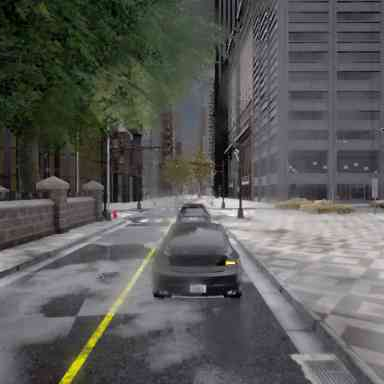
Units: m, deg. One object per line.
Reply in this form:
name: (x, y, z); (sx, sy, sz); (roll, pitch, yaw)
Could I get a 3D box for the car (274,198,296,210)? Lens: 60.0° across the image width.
car: (12.095, 1.329, 39.022); (4.829, 1.417, 1.752); (-1, 1, 0)

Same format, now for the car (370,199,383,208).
car: (23.436, 1.144, 38.962); (4.829, 1.417, 1.752); (-1, 1, 0)

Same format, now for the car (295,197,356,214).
car: (12.399, 1.341, 30.496); (4.829, 1.417, 1.752); (-1, 1, 0)

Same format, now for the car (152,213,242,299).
car: (0.111, 1.508, 8.467); (1.837, 1.490, 4.892); (0, 0, 0)

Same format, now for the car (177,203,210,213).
car: (0.103, 1.443, 19.809); (2.033, 1.649, 4.856); (0, 0, 0)
